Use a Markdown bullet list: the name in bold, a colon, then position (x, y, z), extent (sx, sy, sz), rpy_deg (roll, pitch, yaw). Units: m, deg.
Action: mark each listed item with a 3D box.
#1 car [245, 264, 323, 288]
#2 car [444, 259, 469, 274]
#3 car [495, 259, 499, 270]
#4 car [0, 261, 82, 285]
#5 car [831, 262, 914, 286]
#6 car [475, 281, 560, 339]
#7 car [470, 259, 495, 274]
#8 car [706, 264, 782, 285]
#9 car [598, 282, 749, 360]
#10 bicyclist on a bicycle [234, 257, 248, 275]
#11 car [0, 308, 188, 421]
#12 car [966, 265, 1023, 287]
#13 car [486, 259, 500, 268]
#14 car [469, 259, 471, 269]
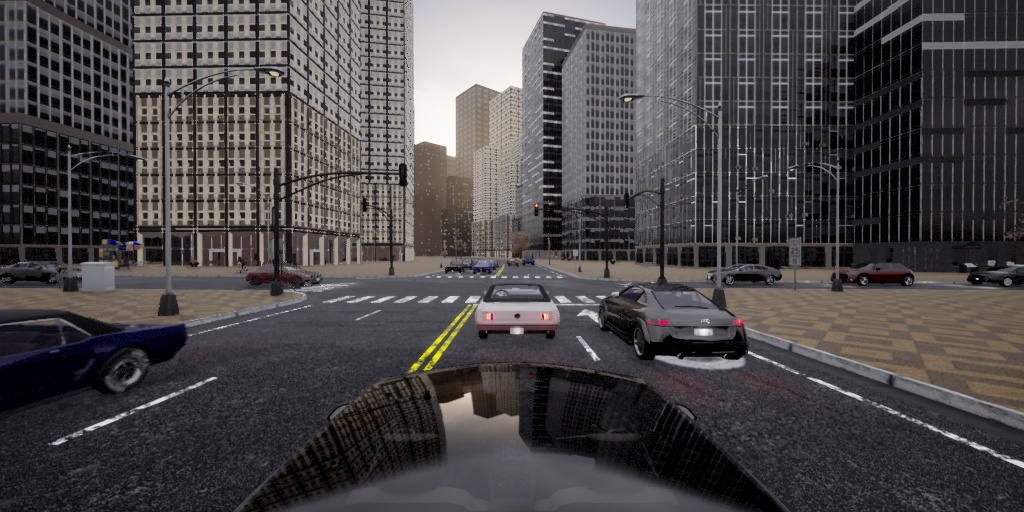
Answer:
- **car**: position (-14.757, 1.219, 23.260), extent (4.674, 1.442, 1.812), rpy_deg (0, 0, 6)
- **car**: position (-6.502, 1.321, 41.345), extent (1.895, 1.301, 4.718), rpy_deg (0, 0, 0)
- **car**: position (-3.227, 1.231, 50.012), extent (1.812, 1.442, 4.674), rpy_deg (0, 0, 0)
- **car**: position (-31.165, 1.105, 24.004), extent (4.902, 1.511, 2.128), rpy_deg (0, 0, 2)
- **car**: position (25.959, 1.204, 25.951), extent (4.553, 1.767, 2.097), rpy_deg (0, 0, 1)
- **car**: position (0.120, 1.348, 10.054), extent (1.895, 1.301, 4.718), rpy_deg (0, 0, 0)
- **car**: position (-3.252, 1.199, 40.669), extent (1.882, 1.535, 5.008), rpy_deg (0, 0, 0)
- **car**: position (16.877, 1.302, 26.168), extent (4.902, 1.511, 2.128), rpy_deg (0, 0, 1)
- **car**: position (3.372, 1.312, 8.334), extent (1.994, 1.385, 4.181), rpy_deg (0, 0, 0)
- **bicyclist on a bicycle**: position (-24.630, 0.872, 32.559), extent (0.582, 1.620, 1.656), rpy_deg (0, 1, 2)
- **car**: position (-6.548, 1.350, 3.916), extent (1.895, 1.301, 4.718), rpy_deg (0, 0, 1)
- **car**: position (35.860, 1.402, 25.714), extent (4.892, 1.490, 1.837), rpy_deg (0, 0, 1)
- **car**: position (-3.204, 1.231, 60.391), extent (2.033, 1.411, 5.357), rpy_deg (0, 0, 0)
- **car**: position (-6.473, 1.207, 51.696), extent (1.837, 1.490, 4.892), rpy_deg (0, 0, 0)
